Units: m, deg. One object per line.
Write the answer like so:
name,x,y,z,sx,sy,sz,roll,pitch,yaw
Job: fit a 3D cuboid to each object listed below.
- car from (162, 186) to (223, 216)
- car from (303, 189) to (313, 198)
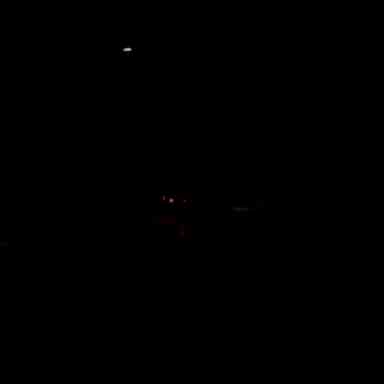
car,0.168,0.572,24.243,2.150,2.045,5.566,0,2,35
car,18.232,0.262,50.206,1.994,1.385,4.181,0,1,34
